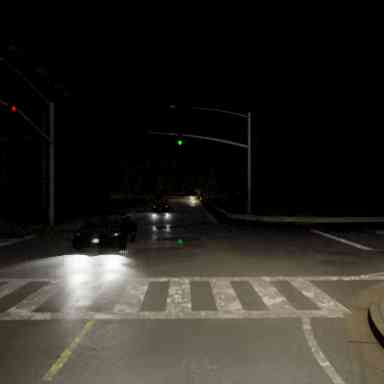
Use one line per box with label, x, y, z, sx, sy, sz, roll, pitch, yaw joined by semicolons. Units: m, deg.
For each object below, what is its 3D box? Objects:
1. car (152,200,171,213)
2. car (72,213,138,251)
car;-3.520;1.650;39.250;1.812;1.442;4.674;0;0;0
car;-3.507;1.599;14.109;1.994;1.385;4.181;0;0;0
